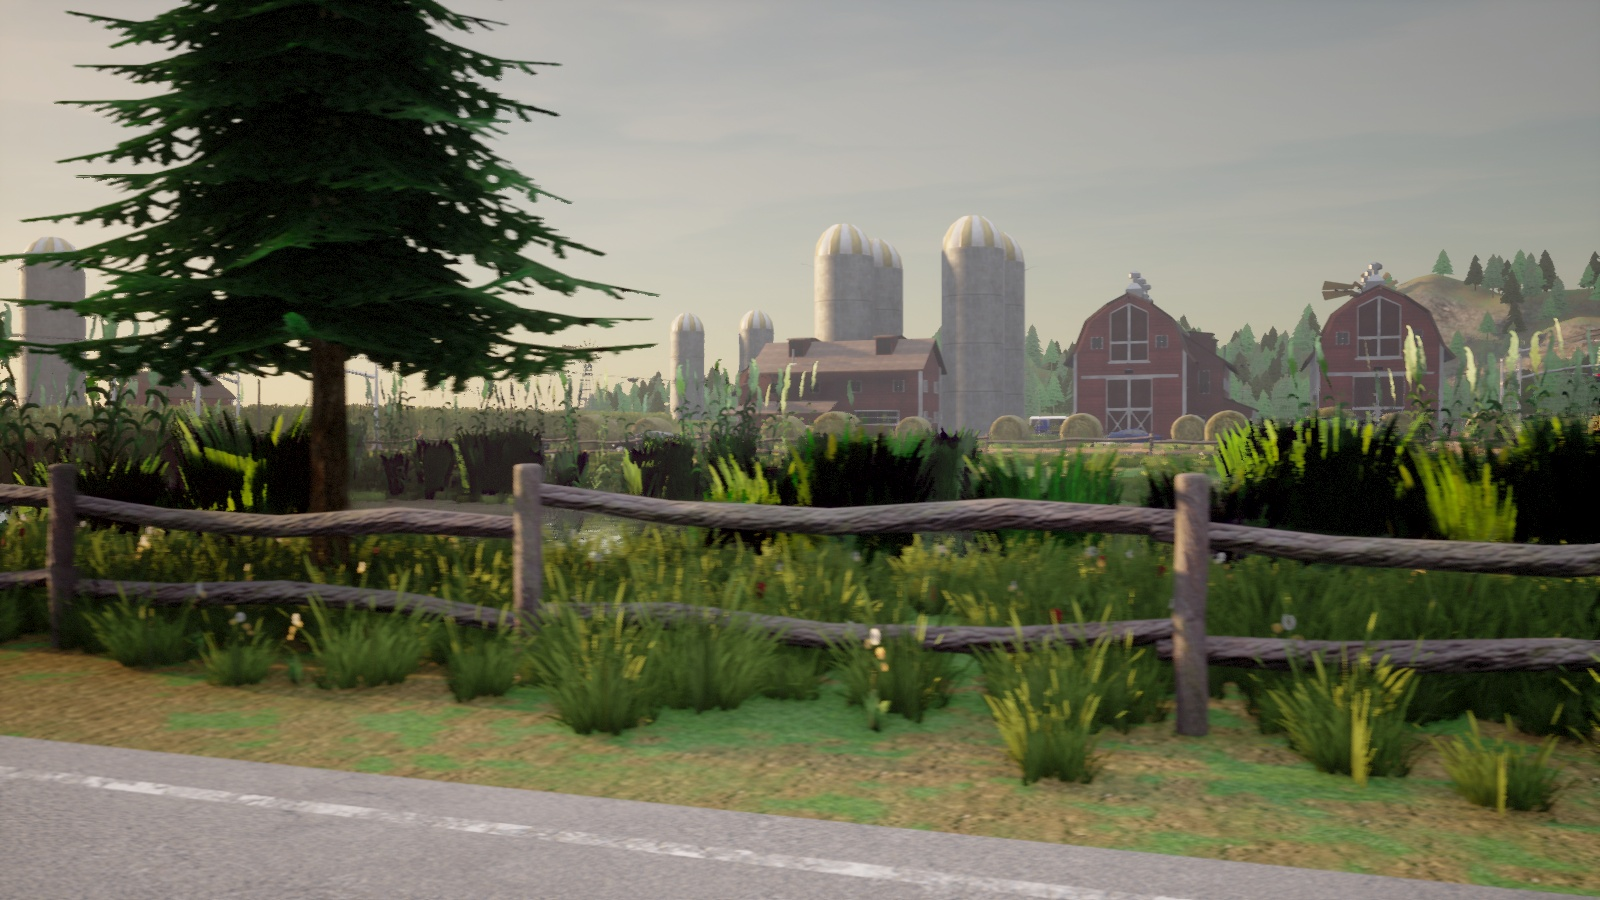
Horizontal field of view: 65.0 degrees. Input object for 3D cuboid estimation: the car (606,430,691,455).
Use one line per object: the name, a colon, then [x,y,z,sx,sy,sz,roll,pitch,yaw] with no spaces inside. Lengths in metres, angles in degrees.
car: [-9.274,-0.459,76.800,4.892,1.490,1.837,1,1,24]

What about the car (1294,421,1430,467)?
car: [25.644,-0.305,57.484,5.566,2.045,2.150,1,1,24]
